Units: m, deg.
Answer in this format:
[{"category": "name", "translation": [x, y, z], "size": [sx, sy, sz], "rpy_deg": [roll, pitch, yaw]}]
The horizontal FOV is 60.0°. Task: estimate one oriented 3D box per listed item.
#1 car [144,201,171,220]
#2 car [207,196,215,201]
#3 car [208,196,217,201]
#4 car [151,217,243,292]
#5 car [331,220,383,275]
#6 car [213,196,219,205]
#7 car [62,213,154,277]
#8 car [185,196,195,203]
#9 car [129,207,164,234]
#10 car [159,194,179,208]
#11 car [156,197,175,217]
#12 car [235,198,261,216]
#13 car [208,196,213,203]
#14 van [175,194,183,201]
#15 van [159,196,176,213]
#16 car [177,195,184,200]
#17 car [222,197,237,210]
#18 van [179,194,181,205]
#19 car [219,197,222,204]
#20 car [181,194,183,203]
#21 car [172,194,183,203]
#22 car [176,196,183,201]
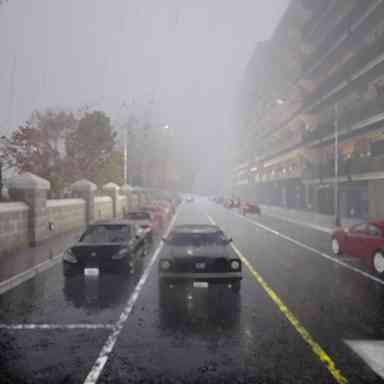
[{"category": "car", "translation": [-2.583, 1.541, 21.508], "size": [1.887, 1.381, 4.507], "rpy_deg": [0, 0, -1]}, {"category": "car", "translation": [5.065, 1.685, 89.158], "size": [1.802, 1.307, 4.206], "rpy_deg": [0, 0, -1]}, {"category": "car", "translation": [5.124, 1.616, 83.698], "size": [1.752, 1.417, 4.829], "rpy_deg": [0, 0, -1]}, {"category": "car", "translation": [0.144, 1.599, 9.044], "size": [1.895, 1.301, 4.718], "rpy_deg": [0, 0, -1]}, {"category": "car", "translation": [5.919, 1.546, 10.340], "size": [1.887, 1.381, 4.507], "rpy_deg": [0, 0, -1]}, {"category": "car", "translation": [5.370, 1.615, 61.009], "size": [1.947, 1.339, 4.313], "rpy_deg": [0, 0, -1]}, {"category": "car", "translation": [-2.460, 1.562, 10.250], "size": [1.947, 1.339, 4.313], "rpy_deg": [0, 0, -1]}, {"category": "car", "translation": [-0.441, 1.612, 72.162], "size": [2.033, 1.411, 5.357], "rpy_deg": [0, 0, -1]}, {"category": "car", "translation": [-2.522, 1.577, 15.881], "size": [1.802, 1.307, 4.206], "rpy_deg": [0, 0, -1]}, {"category": "car", "translation": [-2.705, 1.323, 32.767], "size": [2.192, 1.841, 5.009], "rpy_deg": [0, 0, -1]}, {"category": "car", "translation": [-2.643, 1.442, 27.136], "size": [1.967, 1.590, 4.097], "rpy_deg": [0, 0, -1]}, {"category": "car", "translation": [5.675, 1.595, 32.857], "size": [1.802, 1.307, 4.206], "rpy_deg": [0, 0, -1]}, {"category": "car", "translation": [5.248, 1.507, 72.268], "size": [1.967, 1.590, 4.097], "rpy_deg": [0, 0, -1]}, {"category": "van", "translation": [-3.254, 1.427, 83.437], "size": [1.690, 1.788, 3.998], "rpy_deg": [0, 0, -1]}, {"category": "van", "translation": [-2.766, 1.356, 38.398], "size": [1.690, 1.788, 3.998], "rpy_deg": [0, 0, -1]}, {"category": "car", "translation": [-3.376, 1.657, 94.697], "size": [1.887, 1.381, 4.507], "rpy_deg": [0, 0, -1]}, {"category": "car", "translation": [5.553, 1.467, 44.119], "size": [1.967, 1.590, 4.097], "rpy_deg": [0, 0, -1]}, {"category": "van", "translation": [-2.888, 1.370, 49.658], "size": [1.690, 1.788, 3.998], "rpy_deg": [0, 0, -1]}, {"category": "car", "translation": [5.492, 1.616, 49.749], "size": [1.802, 1.307, 4.206], "rpy_deg": [0, 0, -1]}, {"category": "car", "translation": [-3.010, 1.610, 60.918], "size": [1.947, 1.339, 4.313], "rpy_deg": [0, 0, -1]}, {"category": "car", "translation": [-3.132, 1.378, 72.178], "size": [2.192, 1.841, 5.009], "rpy_deg": [0, 0, -1]}, {"category": "car", "translation": [-3.315, 1.681, 89.067], "size": [1.802, 1.307, 4.206], "rpy_deg": [0, 0, -1]}]
